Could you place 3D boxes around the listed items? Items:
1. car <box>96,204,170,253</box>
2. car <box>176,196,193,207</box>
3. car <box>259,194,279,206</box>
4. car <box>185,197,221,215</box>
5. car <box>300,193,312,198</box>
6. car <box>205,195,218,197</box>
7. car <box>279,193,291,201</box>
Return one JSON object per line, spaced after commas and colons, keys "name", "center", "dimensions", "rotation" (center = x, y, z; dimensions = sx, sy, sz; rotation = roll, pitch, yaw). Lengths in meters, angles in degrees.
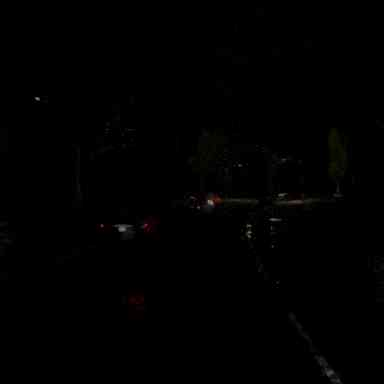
{"name": "car", "center": [-2.226, 1.334, 13.816], "dimensions": [2.097, 1.767, 4.553], "rotation": [0, 0, 6]}
{"name": "car", "center": [-0.733, 1.369, 48.859], "dimensions": [2.128, 1.511, 4.902], "rotation": [0, 0, 21]}
{"name": "car", "center": [11.138, 1.263, 49.335], "dimensions": [1.837, 1.490, 4.892], "rotation": [0, 1, 23]}
{"name": "car", "center": [1.236, 1.477, 33.168], "dimensions": [2.033, 1.411, 5.357], "rotation": [0, 0, 15]}
{"name": "car", "center": [26.977, 0.806, 78.745], "dimensions": [1.994, 1.385, 4.181], "rotation": [-1, 0, 36]}
{"name": "car", "center": [2.705, 1.199, 48.712], "dimensions": [2.097, 1.767, 4.553], "rotation": [0, 0, 22]}
{"name": "car", "center": [18.198, 0.979, 66.005], "dimensions": [2.128, 1.511, 4.902], "rotation": [-1, 1, 31]}
